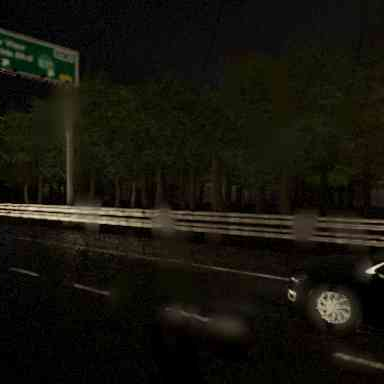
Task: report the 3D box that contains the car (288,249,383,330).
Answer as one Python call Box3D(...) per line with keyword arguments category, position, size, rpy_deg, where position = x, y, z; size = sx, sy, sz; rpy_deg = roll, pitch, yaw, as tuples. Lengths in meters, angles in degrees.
Box3D(category="car", position=(4.028, 1.505, 5.293), size=(4.892, 1.490, 1.837), rpy_deg=(0, 0, 36))
